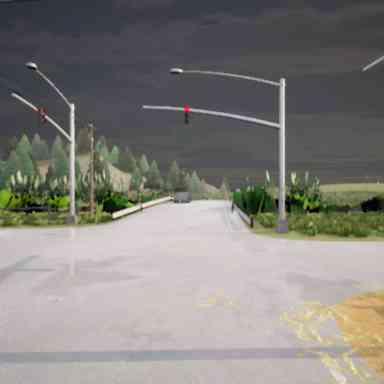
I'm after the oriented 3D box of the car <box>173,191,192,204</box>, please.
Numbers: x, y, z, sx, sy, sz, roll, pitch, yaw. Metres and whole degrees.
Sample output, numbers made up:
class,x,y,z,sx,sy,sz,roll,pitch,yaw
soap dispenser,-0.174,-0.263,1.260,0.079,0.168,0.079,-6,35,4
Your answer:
class,x,y,z,sx,sy,sz,roll,pitch,yaw
car,-1.102,0.732,40.887,1.837,1.490,4.892,0,2,7

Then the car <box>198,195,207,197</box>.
class,x,y,z,sx,sy,sz,roll,pitch,yaw
car,2.202,0.922,67.078,2.128,1.511,4.902,0,-1,6
